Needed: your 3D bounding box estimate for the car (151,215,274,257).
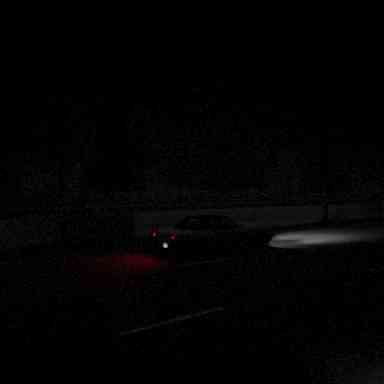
[{"bbox_3d":[0.928,1.550,12.728,4.718,1.301,1.895,0,0,-33],"label":"car"}]
